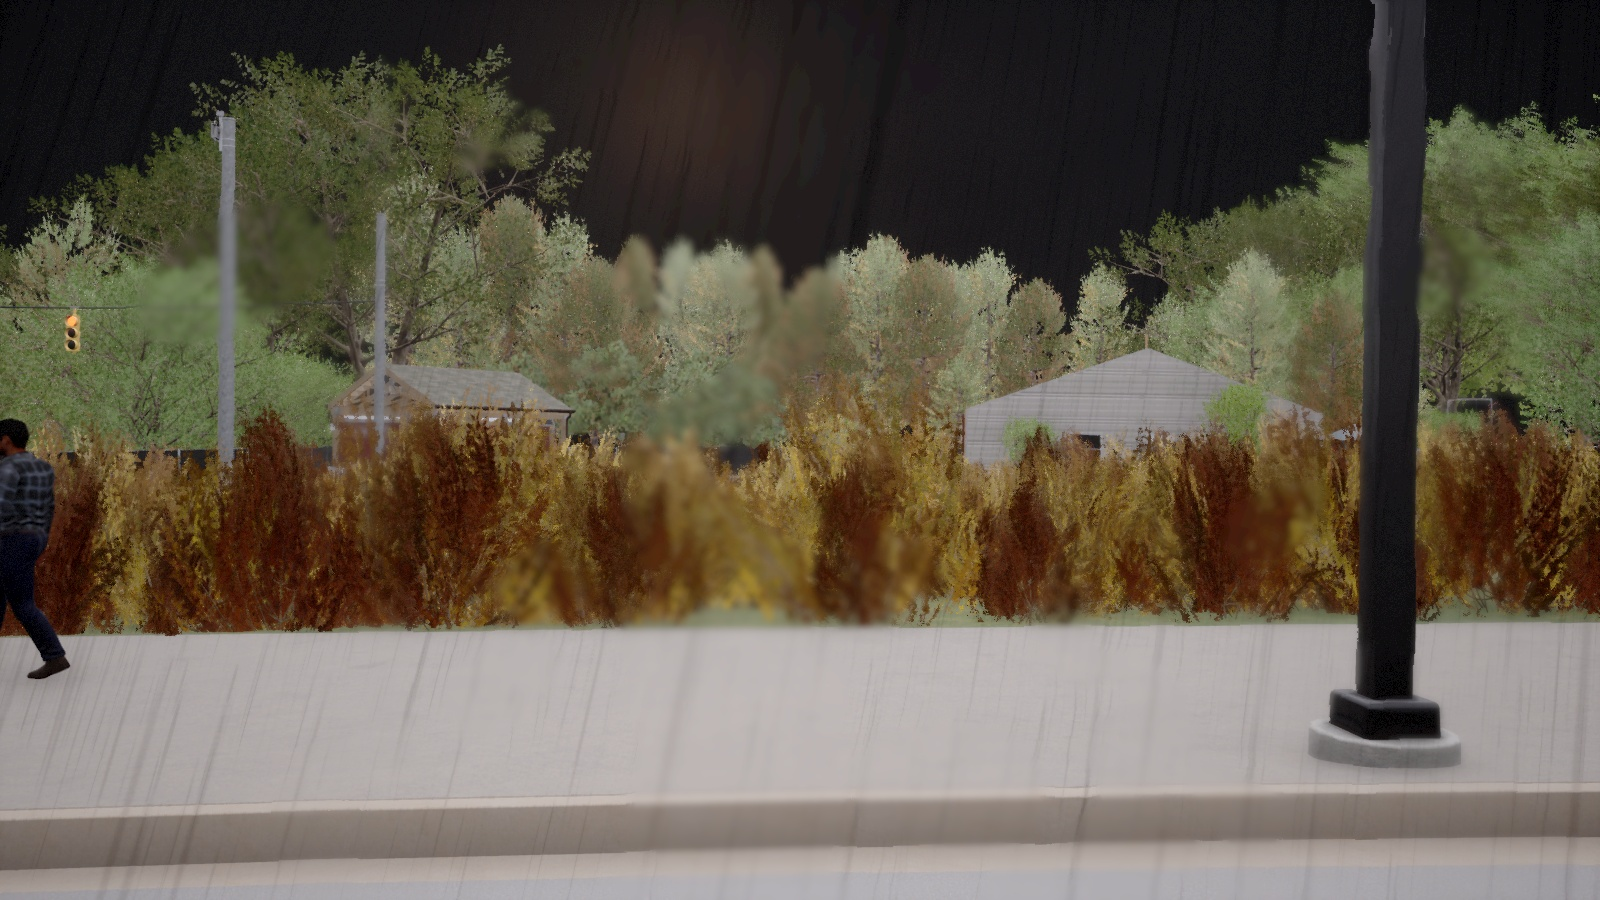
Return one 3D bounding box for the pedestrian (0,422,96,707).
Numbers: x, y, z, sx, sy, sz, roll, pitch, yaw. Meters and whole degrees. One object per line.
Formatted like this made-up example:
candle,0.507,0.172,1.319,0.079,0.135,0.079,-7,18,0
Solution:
pedestrian,-5.458,0.782,8.800,0.788,1.949,0.423,-1,1,-3
